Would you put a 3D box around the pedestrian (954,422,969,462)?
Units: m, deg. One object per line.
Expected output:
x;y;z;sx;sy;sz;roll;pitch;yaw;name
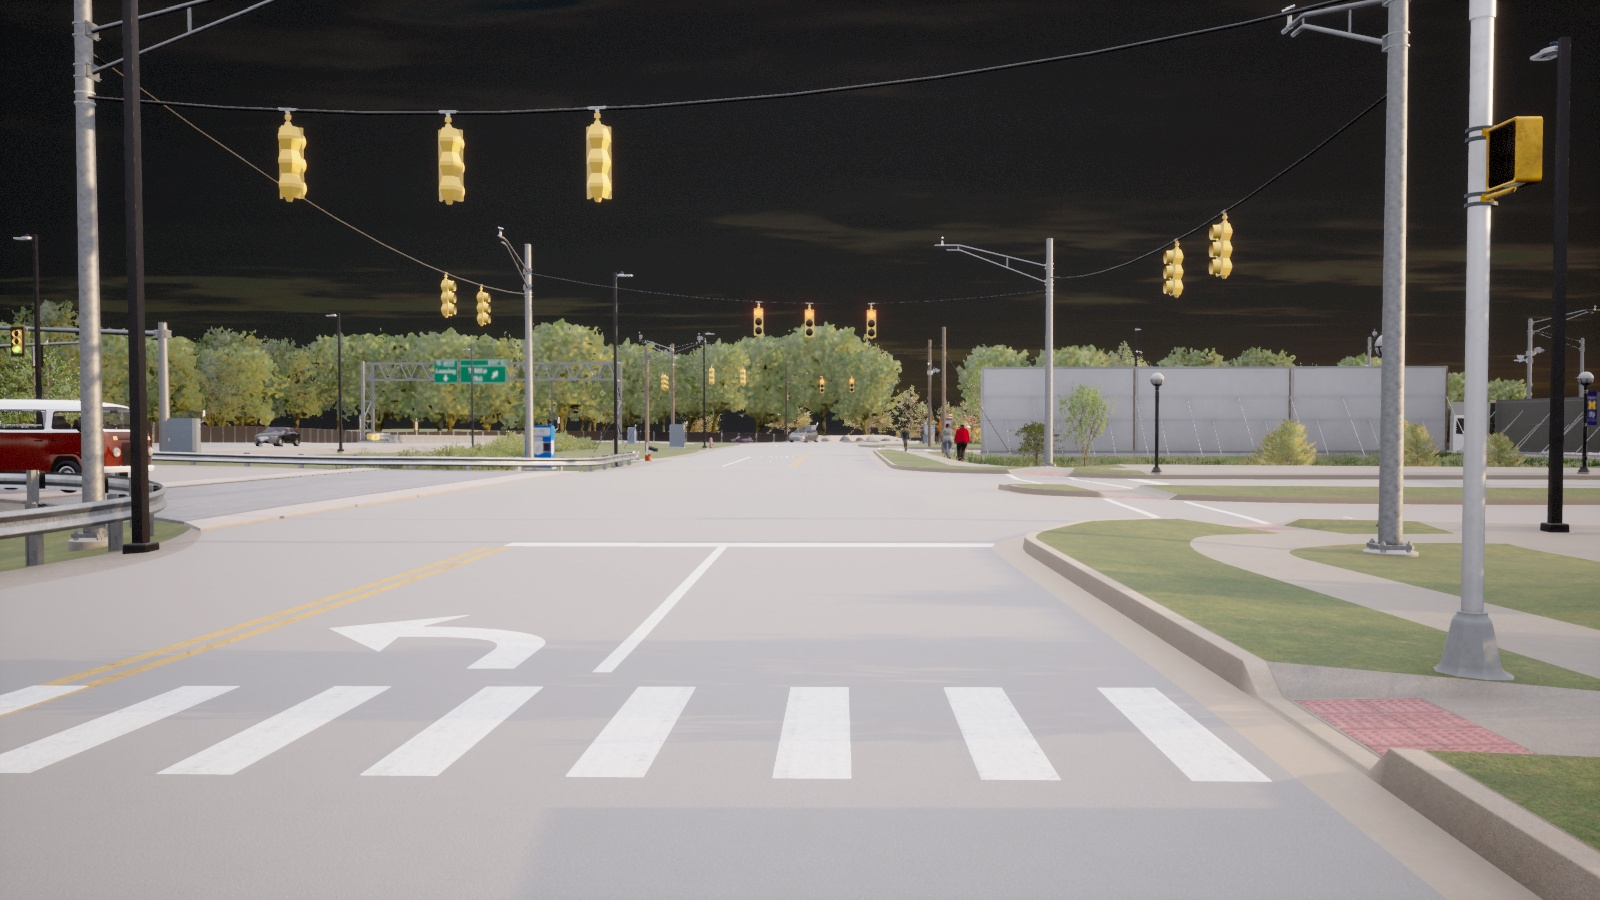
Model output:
7.539;-0.377;58.626;0.634;1.844;0.899;0;2;2;pedestrian

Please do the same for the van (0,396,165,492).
-16.841;-0.136;27.853;4.480;2.038;2.069;0;1;5;van

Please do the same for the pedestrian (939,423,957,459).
7.624;-0.460;64.768;0.874;1.855;0.900;0;2;1;pedestrian
